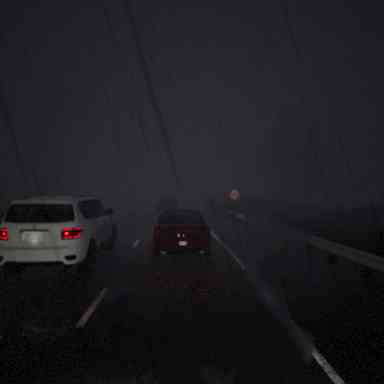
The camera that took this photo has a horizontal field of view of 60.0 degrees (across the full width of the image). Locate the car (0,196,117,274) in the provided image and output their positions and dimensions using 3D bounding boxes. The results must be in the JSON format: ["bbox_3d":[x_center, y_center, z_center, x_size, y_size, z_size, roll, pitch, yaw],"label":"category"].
[{"bbox_3d":[-3.810,1.119,10.371,2.150,2.045,5.566,0,1,-3],"label":"car"}]

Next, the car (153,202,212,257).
[{"bbox_3d":[-0.424,1.349,12.375,1.882,1.535,5.008,0,1,-4],"label":"car"}]

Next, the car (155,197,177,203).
[{"bbox_3d":[-2.351,1.161,30.954,1.882,1.535,5.008,0,1,-7],"label":"car"}]
